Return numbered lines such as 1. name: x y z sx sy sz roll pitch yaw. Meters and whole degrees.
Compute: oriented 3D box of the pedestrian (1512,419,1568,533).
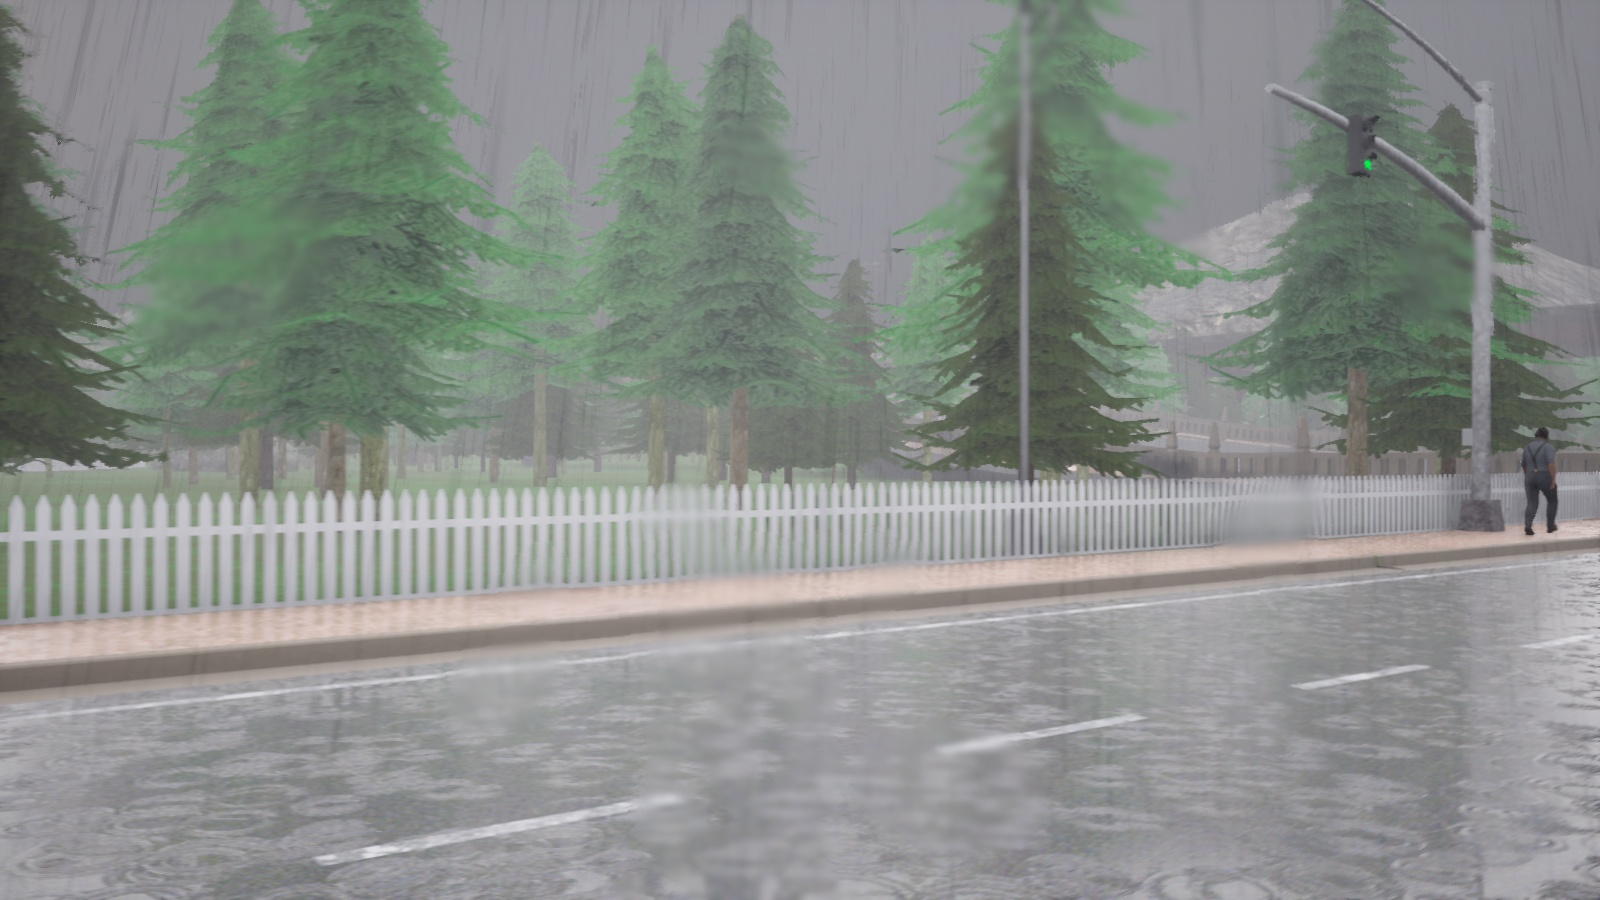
1. pedestrian: 12.271 0.428 20.823 0.694 1.848 0.540 0 0 -34
